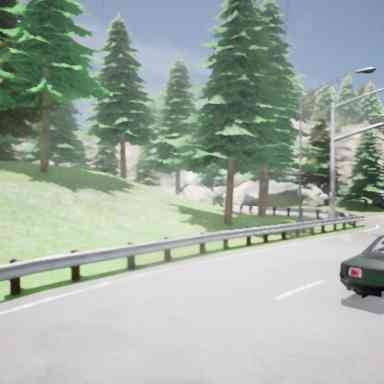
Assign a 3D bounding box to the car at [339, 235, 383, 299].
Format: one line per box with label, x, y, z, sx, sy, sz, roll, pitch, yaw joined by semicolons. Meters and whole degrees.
car;5.190;1.576;7.447;4.718;1.301;1.895;0;1;-43
